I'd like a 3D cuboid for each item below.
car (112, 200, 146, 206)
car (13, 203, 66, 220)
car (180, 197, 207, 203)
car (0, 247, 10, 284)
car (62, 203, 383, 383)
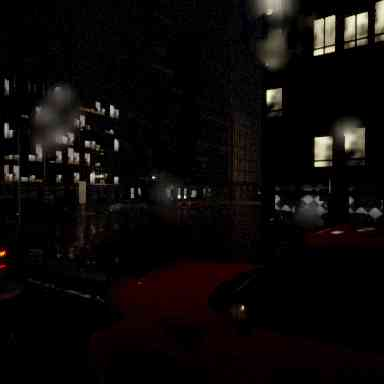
[{"bbox_3d":[-6.993,1.625,36.554,1.812,1.442,4.674,1,0,37],"label":"car"},{"bbox_3d":[-12.938,1.617,28.544,1.994,1.385,4.181,1,0,37],"label":"car"},{"bbox_3d":[0.177,1.507,46.180,2.097,1.767,4.553,1,0,37],"label":"car"},{"bbox_3d":[-6.253,1.522,8.125,4.674,1.442,1.812,0,0,35],"label":"car"},{"bbox_3d":[1.650,1.221,2.509,5.566,2.045,2.150,0,0,35],"label":"car"}]
